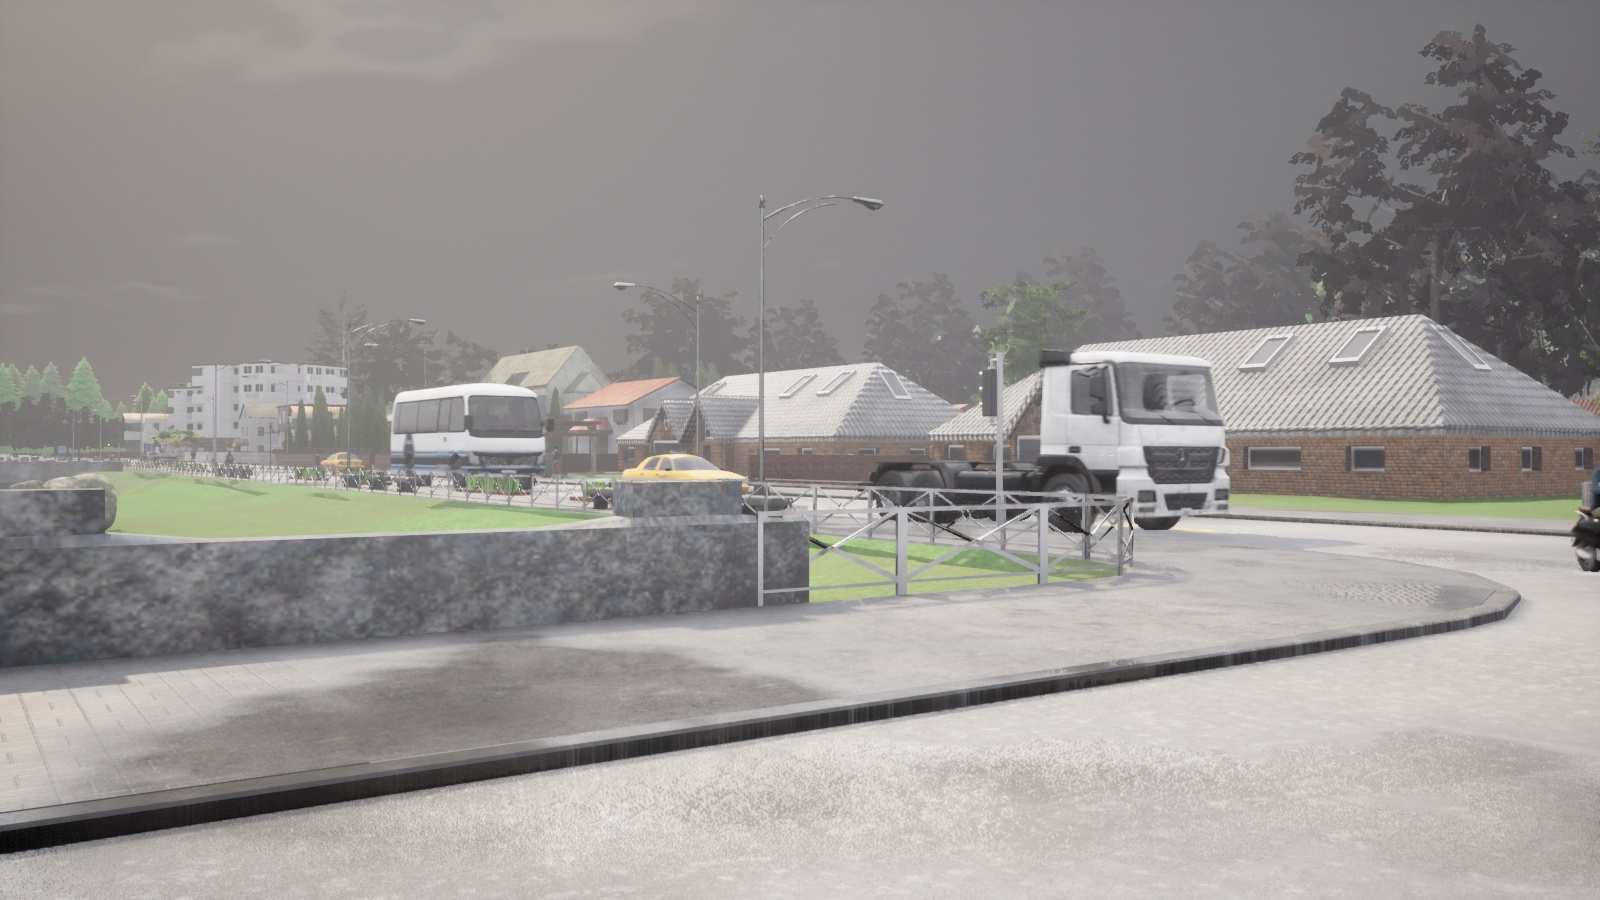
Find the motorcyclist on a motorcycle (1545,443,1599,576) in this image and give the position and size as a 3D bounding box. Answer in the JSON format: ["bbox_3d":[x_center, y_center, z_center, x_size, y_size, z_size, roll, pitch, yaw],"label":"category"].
[{"bbox_3d":[10.072,0.714,15.221,0.866,1.590,1.817,-2,0,-3],"label":"motorcyclist on a motorcycle"}]

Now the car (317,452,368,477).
[{"bbox_3d":[-30.092,0.949,82.462,1.801,1.575,5.366,0,0,-35],"label":"car"}]

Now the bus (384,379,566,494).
[{"bbox_3d":[-13.655,-0.476,51.855,3.944,4.253,10.273,0,0,-35],"label":"bus"}]

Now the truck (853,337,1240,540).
[{"bbox_3d":[4.648,-0.185,25.572,2.891,3.462,7.936,0,0,-35],"label":"truck"}]

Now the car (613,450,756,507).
[{"bbox_3d":[-3.525,0.783,37.309,1.801,1.575,5.366,0,0,-35],"label":"car"}]

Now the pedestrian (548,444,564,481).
[{"bbox_3d":[-12.763,0.642,65.634,0.788,1.949,0.423,0,0,42],"label":"pedestrian"}]
